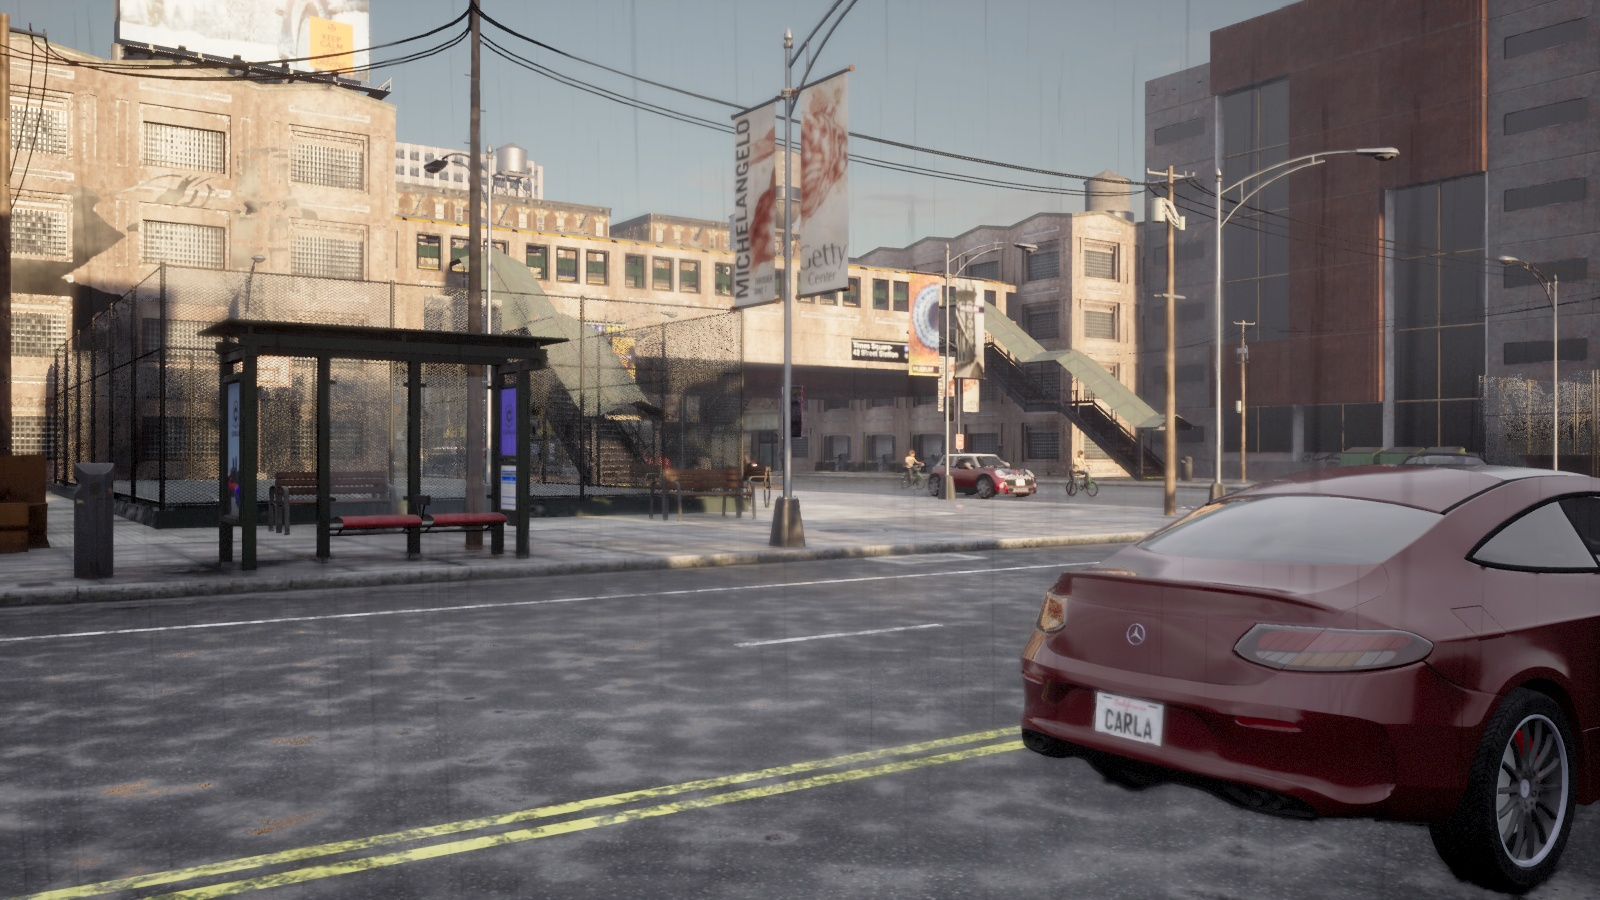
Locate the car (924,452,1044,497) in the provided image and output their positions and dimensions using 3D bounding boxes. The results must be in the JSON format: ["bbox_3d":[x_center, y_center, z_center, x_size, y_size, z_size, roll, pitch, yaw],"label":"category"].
[{"bbox_3d":[6.222,0.801,42.696,1.970,1.475,3.806,0,0,-34],"label":"car"}]

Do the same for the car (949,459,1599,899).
[{"bbox_3d":[3.046,0.778,5.767,4.674,1.442,1.812,0,0,-35],"label":"car"}]

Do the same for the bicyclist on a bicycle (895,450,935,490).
[{"bbox_3d":[4.671,0.796,51.148,0.866,1.612,1.509,0,0,-35],"label":"bicyclist on a bicycle"}]

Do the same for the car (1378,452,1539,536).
[{"bbox_3d":[12.746,0.792,24.542,1.845,1.501,3.633,0,0,11],"label":"car"}]

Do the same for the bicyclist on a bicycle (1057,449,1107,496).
[{"bbox_3d":[9.808,0.767,43.643,0.866,1.612,1.509,0,0,-35],"label":"bicyclist on a bicycle"}]
